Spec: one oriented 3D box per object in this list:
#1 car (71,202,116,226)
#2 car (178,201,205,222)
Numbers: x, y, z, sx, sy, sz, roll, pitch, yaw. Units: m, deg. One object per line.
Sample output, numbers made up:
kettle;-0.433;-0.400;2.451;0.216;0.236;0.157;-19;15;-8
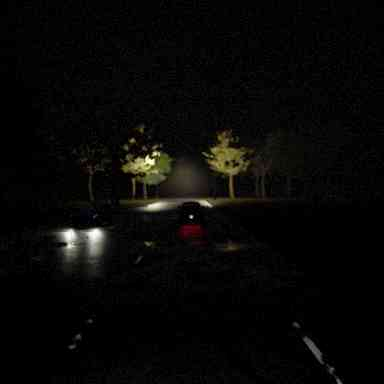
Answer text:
car;-6.856;1.496;23.491;1.882;1.535;5.008;0;0;3
car;-0.058;1.501;26.077;1.837;1.490;4.892;0;0;0
